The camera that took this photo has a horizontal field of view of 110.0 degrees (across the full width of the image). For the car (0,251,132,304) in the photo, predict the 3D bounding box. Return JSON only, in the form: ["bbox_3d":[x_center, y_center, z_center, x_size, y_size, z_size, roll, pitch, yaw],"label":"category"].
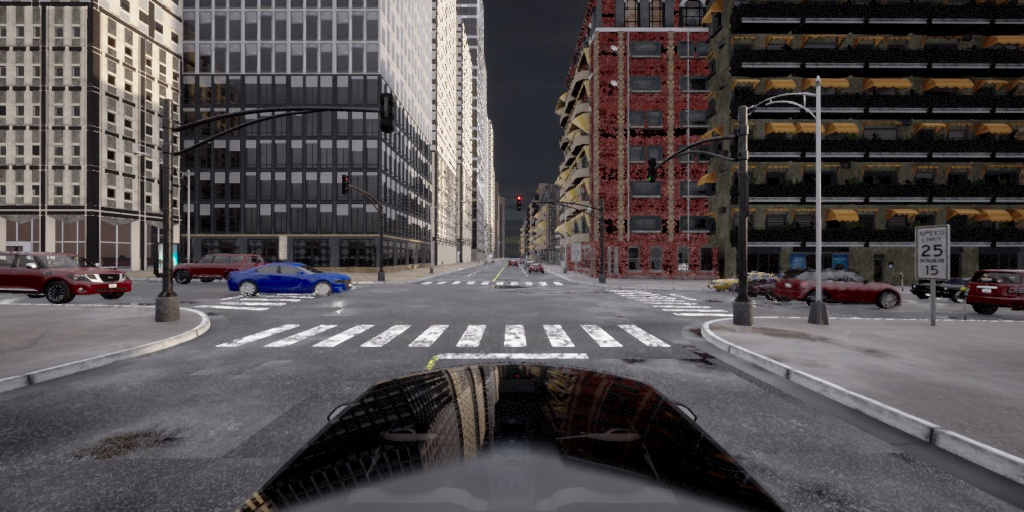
[{"bbox_3d":[-17.558,0.757,13.469,5.009,1.841,2.192,0,0,0],"label":"car"}]

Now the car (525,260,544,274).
[{"bbox_3d":[2.799,1.341,41.798,1.802,1.307,4.207,0,0,0],"label":"car"}]

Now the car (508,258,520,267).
[{"bbox_3d":[0.191,1.252,65.093,1.882,1.535,5.008,0,0,0],"label":"car"}]

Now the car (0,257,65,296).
[{"bbox_3d":[-23.700,0.812,16.018,5.008,1.535,1.882,2,0,0],"label":"car"}]

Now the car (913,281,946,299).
[{"bbox_3d":[24.889,1.839,19.567,4.718,1.301,1.895,1,0,-1],"label":"car"}]

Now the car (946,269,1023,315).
[{"bbox_3d":[20.616,1.461,13.778,5.009,1.841,2.192,0,0,0],"label":"car"}]

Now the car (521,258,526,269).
[{"bbox_3d":[2.767,1.317,54.715,2.007,1.370,4.403,0,0,0],"label":"car"}]

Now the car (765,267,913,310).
[{"bbox_3d":[14.656,1.395,16.294,4.553,1.767,2.097,1,0,0],"label":"car"}]

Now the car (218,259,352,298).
[{"bbox_3d":[-10.170,1.065,16.673,5.008,1.535,1.882,1,0,-8],"label":"car"}]

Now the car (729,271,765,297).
[{"bbox_3d":[15.259,1.610,19.496,5.357,1.411,2.033,1,0,0],"label":"car"}]

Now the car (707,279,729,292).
[{"bbox_3d":[14.660,1.587,22.083,4.829,1.417,1.751,0,0,0],"label":"car"}]

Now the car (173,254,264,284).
[{"bbox_3d":[-17.681,0.776,21.848,5.009,1.841,2.192,0,0,0],"label":"car"}]
